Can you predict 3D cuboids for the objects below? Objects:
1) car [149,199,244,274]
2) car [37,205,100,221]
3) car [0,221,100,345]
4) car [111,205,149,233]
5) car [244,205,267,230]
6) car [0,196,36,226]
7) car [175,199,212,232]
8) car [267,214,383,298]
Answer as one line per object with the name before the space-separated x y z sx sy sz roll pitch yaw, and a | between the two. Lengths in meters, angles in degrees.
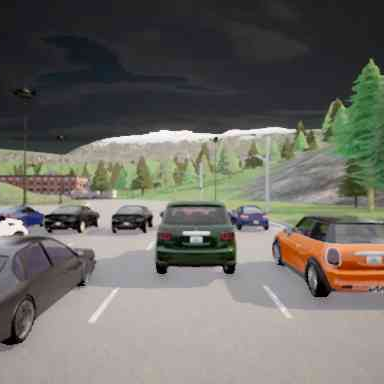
car | 0.104 1.233 10.686 2.150 2.045 5.566 0 0 0
car | -6.918 1.496 19.743 1.882 1.535 5.008 0 0 1
car | -3.398 1.553 6.308 2.033 1.411 5.357 0 0 0
car | -3.411 1.496 19.724 1.882 1.535 5.008 0 0 0
car | 3.571 1.546 20.994 1.812 1.442 4.674 0 0 -1
car | -6.896 1.226 9.441 2.150 2.045 5.566 0 -1 0
car | 0.066 1.372 21.178 2.097 1.767 4.553 0 0 -1
car | 3.603 1.360 8.702 2.097 1.767 4.553 0 0 0
